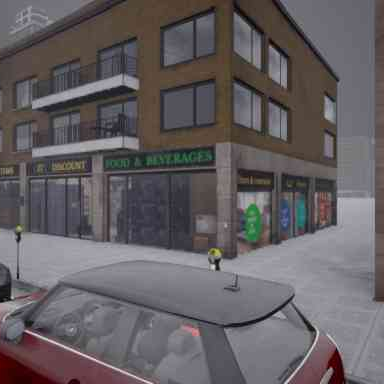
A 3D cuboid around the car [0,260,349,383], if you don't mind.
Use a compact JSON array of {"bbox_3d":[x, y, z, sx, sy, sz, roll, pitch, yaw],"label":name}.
[{"bbox_3d":[-0.722,1.440,3.318,4.097,1.590,1.967,0,0,35],"label":"car"}]
